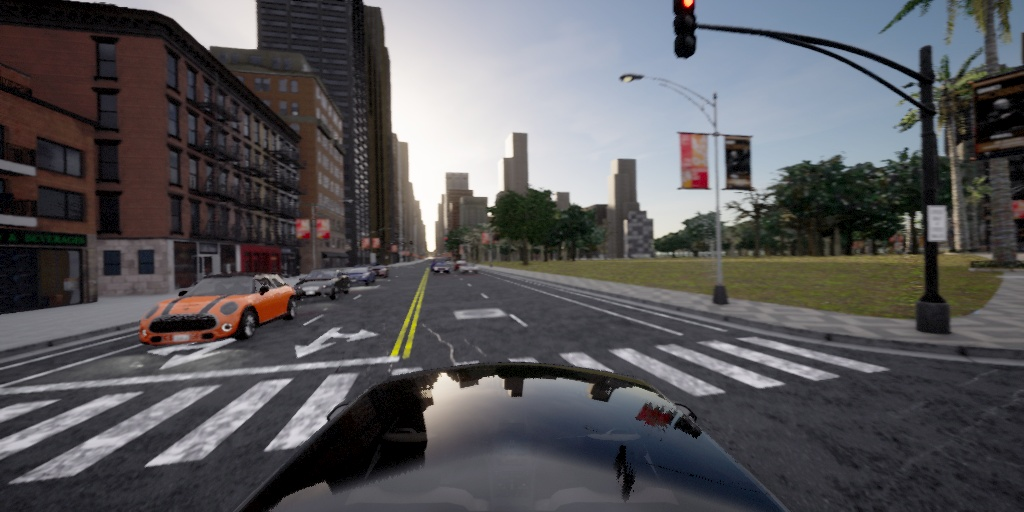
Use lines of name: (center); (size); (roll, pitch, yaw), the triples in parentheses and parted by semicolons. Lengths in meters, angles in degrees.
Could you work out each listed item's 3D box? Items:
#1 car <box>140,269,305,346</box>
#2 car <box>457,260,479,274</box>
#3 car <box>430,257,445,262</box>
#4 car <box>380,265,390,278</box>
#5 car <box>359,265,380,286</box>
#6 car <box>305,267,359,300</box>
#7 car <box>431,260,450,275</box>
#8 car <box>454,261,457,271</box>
car: (-8.090, 1.302, 10.428); (2.097, 1.767, 4.553); (-1, 0, -13)
car: (-5.263, 1.471, 43.435); (1.895, 1.301, 4.718); (-1, 0, -13)
car: (-10.832, 1.232, 52.992); (2.150, 2.045, 5.566); (-1, 0, -13)
car: (-14.335, 1.664, 38.582); (1.994, 1.385, 4.181); (-1, 0, -12)
car: (-12.211, 1.574, 28.905); (1.812, 1.442, 4.674); (-1, 0, -12)
car: (-10.095, 1.489, 19.427); (2.128, 1.511, 4.902); (-1, 0, -12)
car: (-8.558, 1.554, 43.297); (1.895, 1.301, 4.718); (-1, 0, -13)
car: (-7.630, 1.407, 53.601); (1.882, 1.535, 5.008); (-1, 0, -12)
